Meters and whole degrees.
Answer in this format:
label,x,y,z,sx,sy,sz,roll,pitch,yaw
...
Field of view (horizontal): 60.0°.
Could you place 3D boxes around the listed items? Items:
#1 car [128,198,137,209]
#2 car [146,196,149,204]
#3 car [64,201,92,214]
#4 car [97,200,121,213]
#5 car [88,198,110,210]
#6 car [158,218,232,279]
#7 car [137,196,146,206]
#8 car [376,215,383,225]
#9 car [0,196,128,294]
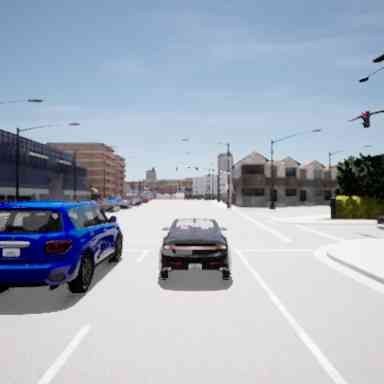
label,x,y,z,sx,sy,sz,roll,pitch,yaw
car,-10.605,1.963,52.644,2.033,1.411,5.357,0,0,0
car,-10.529,1.685,72.838,1.882,1.535,5.008,0,1,0
car,-14.124,1.863,41.559,1.837,1.490,4.892,0,-1,-1
car,-10.613,1.874,42.908,1.837,1.490,4.892,0,0,0
car,-14.105,1.775,50.757,2.097,1.767,4.553,0,0,0
car,0.083,1.528,10.135,2.128,1.511,4.902,0,0,0
car,-10.545,1.844,62.383,2.128,1.511,4.902,0,1,0
car,15.092,1.680,21.657,5.357,1.411,2.033,0,-1,0
car,-3.416,1.251,8.985,2.150,2.045,5.566,0,0,0
